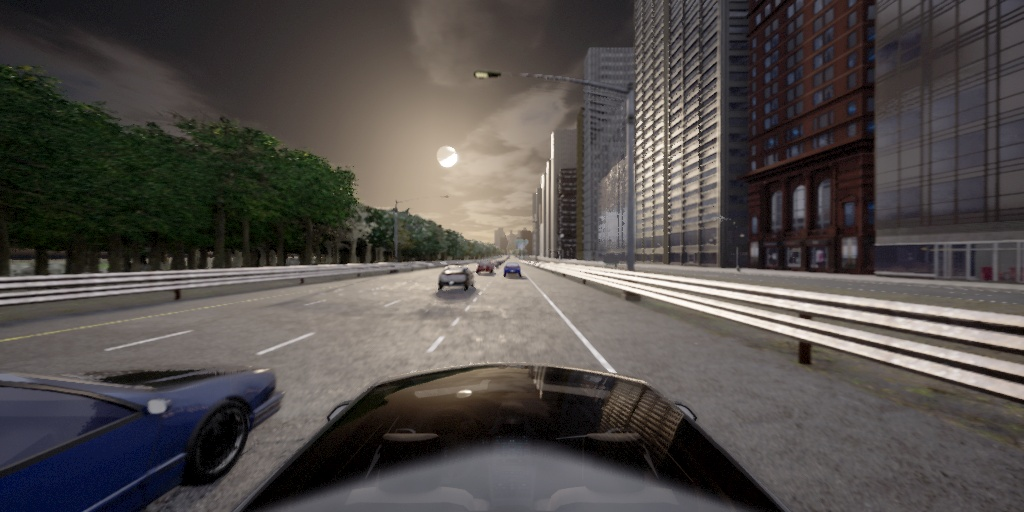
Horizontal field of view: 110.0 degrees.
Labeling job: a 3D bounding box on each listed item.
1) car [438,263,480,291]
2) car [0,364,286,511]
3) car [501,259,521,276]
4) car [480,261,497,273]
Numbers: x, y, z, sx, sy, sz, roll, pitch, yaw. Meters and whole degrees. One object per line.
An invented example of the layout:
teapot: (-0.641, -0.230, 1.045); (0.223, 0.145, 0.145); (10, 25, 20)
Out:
car: (-3.520, 1.371, 23.265); (2.128, 1.511, 4.902); (0, 0, 0)
car: (-3.498, 1.296, 1.586); (2.033, 1.411, 5.357); (0, 0, 0)
car: (0.028, 1.487, 41.588); (1.882, 1.535, 5.008); (0, 0, 0)
car: (-3.607, 1.419, 49.193); (2.097, 1.767, 4.553); (0, 0, 0)
